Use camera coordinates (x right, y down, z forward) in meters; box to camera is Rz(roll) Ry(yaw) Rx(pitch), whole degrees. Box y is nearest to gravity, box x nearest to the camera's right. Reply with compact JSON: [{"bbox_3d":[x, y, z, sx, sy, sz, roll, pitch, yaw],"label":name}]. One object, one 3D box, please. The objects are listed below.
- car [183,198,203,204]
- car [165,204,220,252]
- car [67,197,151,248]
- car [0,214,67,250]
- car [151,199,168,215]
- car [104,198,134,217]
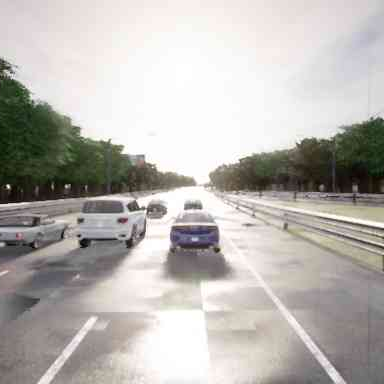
[{"bbox_3d":[0.106,1.354,33.327,1.882,1.535,5.008,0,1,0],"label":"car"},{"bbox_3d":[0.103,1.485,14.022,1.882,1.535,5.008,0,0,0],"label":"car"},{"bbox_3d":[-3.397,1.228,14.968,2.150,2.045,5.566,0,0,0],"label":"car"},{"bbox_3d":[-6.897,1.609,14.319,1.895,1.301,4.718,0,0,0],"label":"car"},{"bbox_3d":[-3.393,1.409,32.787,1.812,1.442,4.674,0,1,0],"label":"car"},{"bbox_3d":[-6.893,1.400,31.847,1.837,1.490,4.892,0,1,0],"label":"car"}]
